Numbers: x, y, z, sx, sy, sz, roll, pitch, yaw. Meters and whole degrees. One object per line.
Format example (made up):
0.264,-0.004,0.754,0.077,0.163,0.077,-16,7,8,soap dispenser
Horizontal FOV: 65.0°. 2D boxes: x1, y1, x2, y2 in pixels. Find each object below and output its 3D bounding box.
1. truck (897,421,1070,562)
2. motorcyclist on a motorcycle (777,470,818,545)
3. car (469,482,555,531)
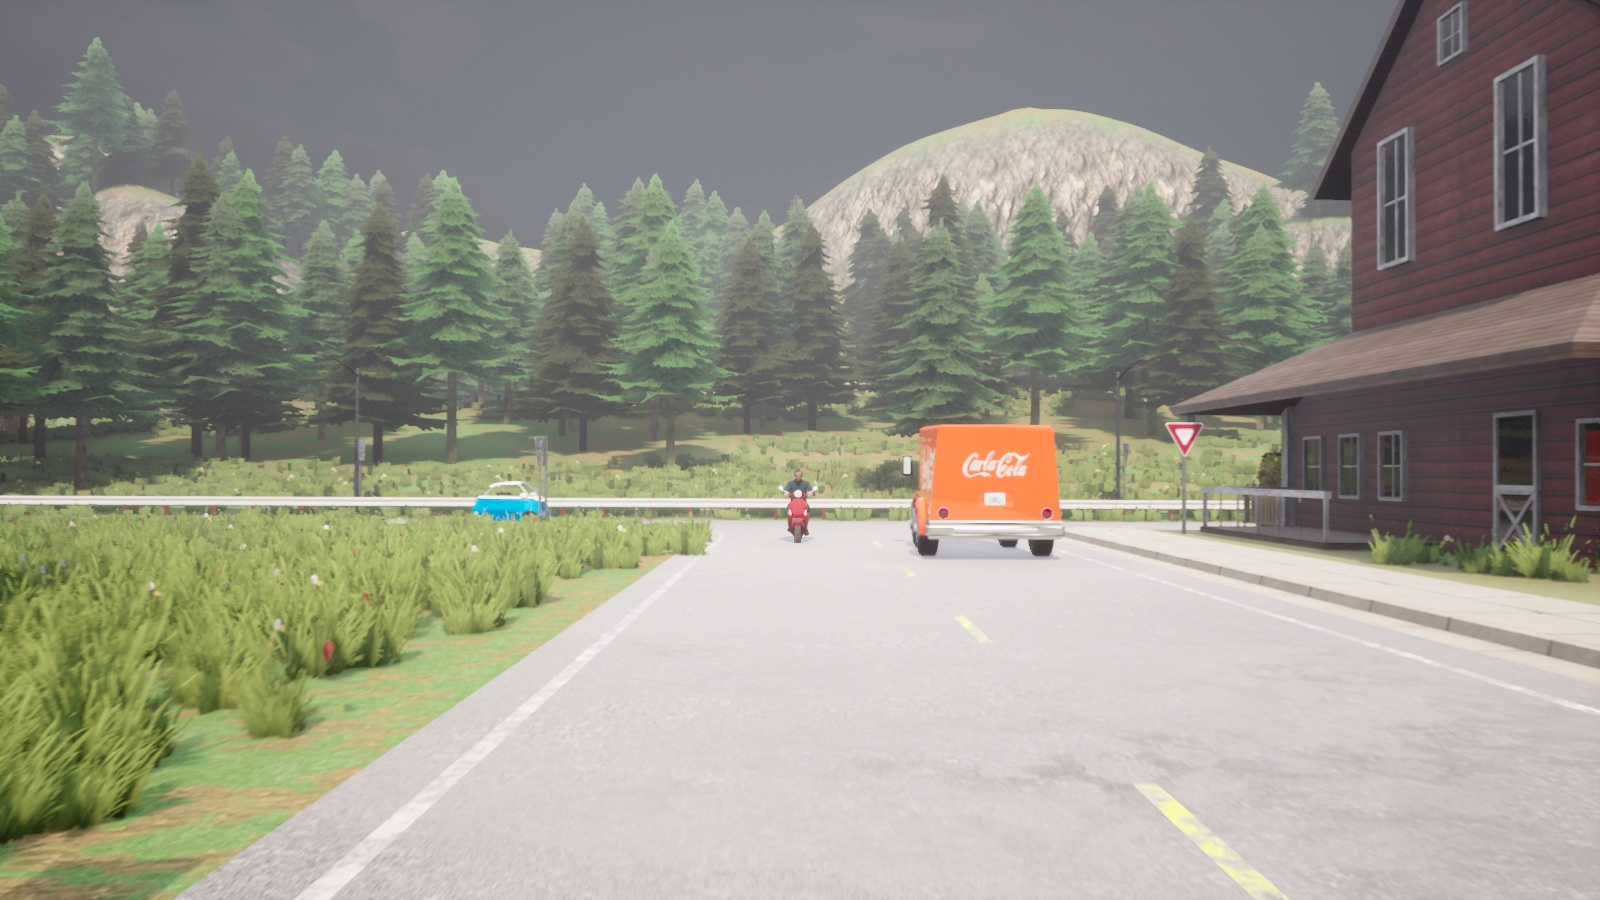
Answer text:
3.438,0.739,24.731,2.627,2.467,5.204,0,0,0,truck
-0.030,1.230,27.566,0.866,1.590,1.817,0,-1,1,motorcyclist on a motorcycle
-8.534,1.668,37.286,2.207,1.376,1.481,-1,-1,0,car
